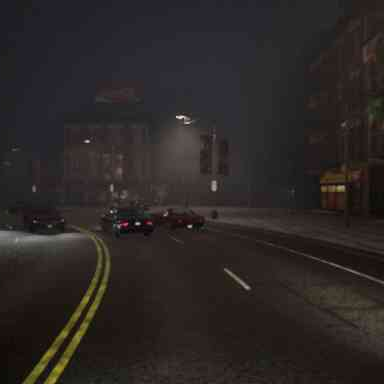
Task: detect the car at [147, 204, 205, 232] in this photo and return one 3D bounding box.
[{"bbox_3d":[-1.101,1.641,20.582,1.895,1.301,4.718,0,0,-26],"label":"car"}]

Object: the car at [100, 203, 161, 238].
[{"bbox_3d":[-3.700,1.583,18.223,2.033,1.411,5.357,0,0,-26],"label":"car"}]

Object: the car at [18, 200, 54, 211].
[{"bbox_3d":[-20.480,1.681,43.503,4.718,1.301,1.895,0,0,30],"label":"car"}]

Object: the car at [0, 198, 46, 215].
[{"bbox_3d":[-16.989,1.572,33.551,4.892,1.490,1.837,0,-1,36],"label":"car"}]

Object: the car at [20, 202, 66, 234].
[{"bbox_3d":[-8.847,1.565,19.787,1.812,1.442,4.674,0,0,-33],"label":"car"}]
